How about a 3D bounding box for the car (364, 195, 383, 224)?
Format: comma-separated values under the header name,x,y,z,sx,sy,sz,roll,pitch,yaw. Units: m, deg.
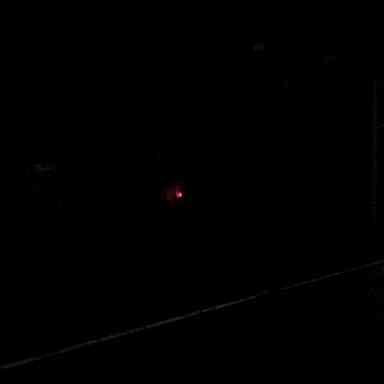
name,x,y,z,sx,sy,sz,roll,pitch,yaw
car,12.467,1.210,21.463,2.150,2.045,5.566,0,0,-39
